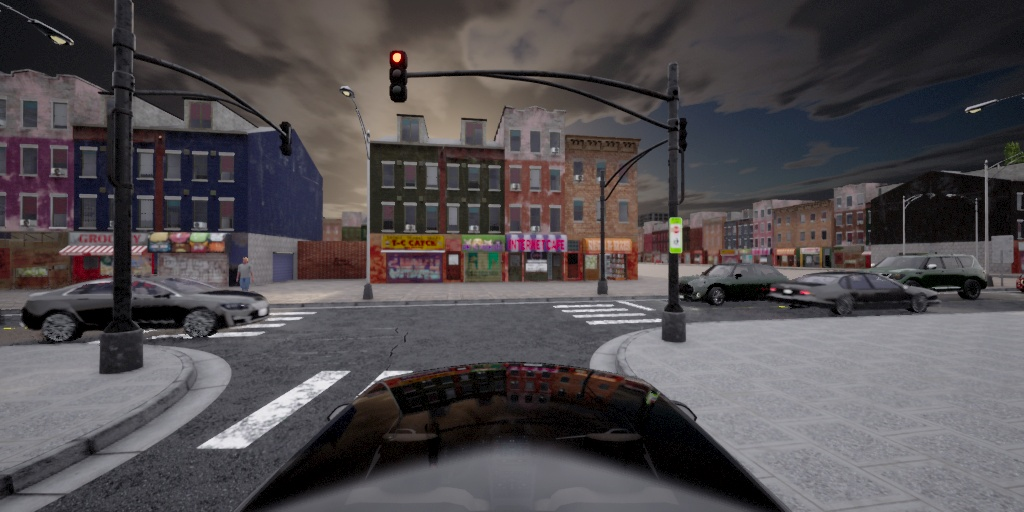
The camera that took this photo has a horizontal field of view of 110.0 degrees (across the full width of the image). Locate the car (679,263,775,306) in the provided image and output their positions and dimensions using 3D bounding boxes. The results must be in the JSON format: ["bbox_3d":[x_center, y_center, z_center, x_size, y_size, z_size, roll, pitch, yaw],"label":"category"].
[{"bbox_3d":[9.178,1.083,15.164,4.553,1.767,2.097,0,0,-10],"label":"car"}]

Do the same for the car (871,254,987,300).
[{"bbox_3d":[18.779,0.928,16.698,5.566,2.045,2.150,0,0,-9],"label":"car"}]

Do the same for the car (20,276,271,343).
[{"bbox_3d":[-9.172,1.259,9.334,4.902,1.511,2.128,0,0,-9],"label":"car"}]

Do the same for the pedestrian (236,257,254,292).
[{"bbox_3d":[-11.105,0.945,14.964,0.375,1.860,0.375,0,0,-9],"label":"pedestrian"}]

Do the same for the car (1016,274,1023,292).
[{"bbox_3d":[28.627,1.034,18.197,4.553,1.767,2.097,0,0,-8],"label":"car"}]

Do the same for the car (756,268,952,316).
[{"bbox_3d":[11.888,1.255,12.633,5.357,1.411,2.033,0,0,-9],"label":"car"}]
